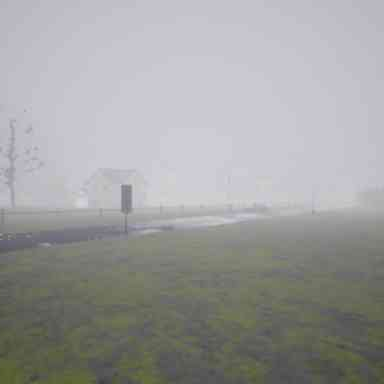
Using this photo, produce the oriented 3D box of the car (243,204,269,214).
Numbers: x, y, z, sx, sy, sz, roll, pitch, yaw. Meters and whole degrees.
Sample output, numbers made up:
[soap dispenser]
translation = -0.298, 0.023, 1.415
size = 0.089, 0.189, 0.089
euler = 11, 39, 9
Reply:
[car]
translation = 8.781, 2.300, 45.321
size = 1.895, 1.301, 4.718
euler = 0, -1, 36
